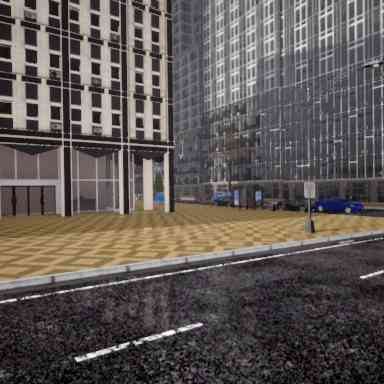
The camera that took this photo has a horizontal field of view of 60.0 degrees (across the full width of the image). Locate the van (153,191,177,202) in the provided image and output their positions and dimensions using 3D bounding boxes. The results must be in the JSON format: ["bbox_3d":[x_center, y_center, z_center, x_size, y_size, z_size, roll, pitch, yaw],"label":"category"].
[{"bbox_3d":[-4.867,0.935,58.810,1.690,1.788,3.998,0,1,-34],"label":"van"}]

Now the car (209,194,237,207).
[{"bbox_3d":[4.669,1.317,44.681,1.947,1.339,4.313,-1,1,-34],"label":"car"}]

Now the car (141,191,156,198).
[{"bbox_3d":[-10.711,0.684,82.324,1.967,1.590,4.097,0,1,-34],"label":"car"}]

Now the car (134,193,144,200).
[{"bbox_3d":[-11.256,1.038,68.216,2.008,1.369,4.403,0,1,-34],"label":"car"}]

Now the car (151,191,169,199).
[{"bbox_3d":[-7.517,0.612,77.622,2.192,1.841,5.009,0,1,-34],"label":"car"}]

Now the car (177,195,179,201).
[{"bbox_3d":[-4.318,1.064,62.777,1.812,1.442,4.674,-1,1,-34],"label":"car"}]

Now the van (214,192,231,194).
[{"bbox_3d":[5.258,0.853,58.816,1.690,1.788,3.998,-1,1,-34],"label":"van"}]

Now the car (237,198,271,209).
[{"bbox_3d":[7.814,1.386,39.947,1.802,1.307,4.206,-1,1,-34],"label":"car"}]

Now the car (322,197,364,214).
[{"bbox_3d":[15.016,1.319,34.137,1.882,1.535,5.008,-1,1,-34],"label":"car"}]

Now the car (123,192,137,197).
[{"bbox_3d":[-17.098,0.686,91.728,2.008,1.369,4.403,0,1,-34],"label":"car"}]

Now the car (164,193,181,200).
[{"bbox_3d":[-4.323,0.933,72.924,1.802,1.307,4.206,0,1,-34],"label":"car"}]

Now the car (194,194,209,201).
[{"bbox_3d":[2.065,1.041,63.521,1.802,1.307,4.206,-1,1,-34],"label":"car"}]

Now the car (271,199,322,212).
[{"bbox_3d":[10.994,1.422,35.234,1.947,1.339,4.313,-1,1,-34],"label":"car"}]
